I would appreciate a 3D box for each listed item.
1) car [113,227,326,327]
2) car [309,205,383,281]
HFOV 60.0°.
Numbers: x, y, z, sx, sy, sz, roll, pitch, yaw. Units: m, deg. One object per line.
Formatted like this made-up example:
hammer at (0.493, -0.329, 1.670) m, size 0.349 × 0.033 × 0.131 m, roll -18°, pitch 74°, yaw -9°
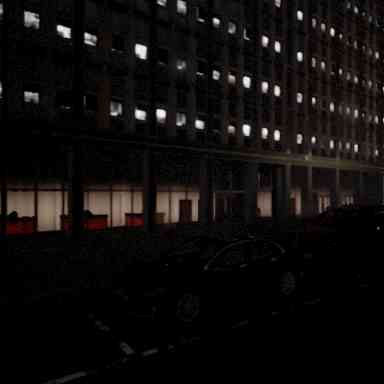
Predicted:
car at (0.554, 1.567, 6.959) m, size 4.403 × 1.369 × 2.008 m, roll 0°, pitch 0°, yaw -36°
car at (5.054, 1.347, 10.188) m, size 5.009 × 1.841 × 2.192 m, roll 0°, pitch 0°, yaw -36°
